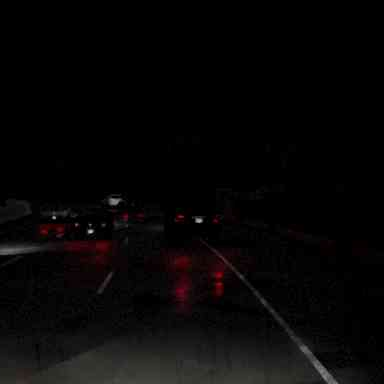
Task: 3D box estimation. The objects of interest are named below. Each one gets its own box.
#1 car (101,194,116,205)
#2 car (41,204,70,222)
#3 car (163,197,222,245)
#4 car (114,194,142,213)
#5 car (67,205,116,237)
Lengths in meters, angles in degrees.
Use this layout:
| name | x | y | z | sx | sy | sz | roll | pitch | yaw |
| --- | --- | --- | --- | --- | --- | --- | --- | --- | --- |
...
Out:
| name | x | y | z | sx | sy | sz | roll | pitch | yaw |
| --- | --- | --- | --- | --- | --- | --- | --- | --- | --- |
| car | -11.658 | 1.332 | 48.421 | 2.150 | 2.045 | 5.566 | 0 | 0 | -29 |
| car | -11.118 | 1.676 | 27.453 | 1.895 | 1.301 | 4.718 | 0 | 0 | -16 |
| car | -0.119 | 1.251 | 16.048 | 2.150 | 2.045 | 5.566 | 0 | 0 | -9 |
| car | -7.249 | 1.434 | 38.240 | 2.097 | 1.767 | 4.553 | 0 | 0 | -23 |
| car | -5.382 | 1.646 | 18.463 | 1.895 | 1.301 | 4.718 | 0 | 0 | -11 |
